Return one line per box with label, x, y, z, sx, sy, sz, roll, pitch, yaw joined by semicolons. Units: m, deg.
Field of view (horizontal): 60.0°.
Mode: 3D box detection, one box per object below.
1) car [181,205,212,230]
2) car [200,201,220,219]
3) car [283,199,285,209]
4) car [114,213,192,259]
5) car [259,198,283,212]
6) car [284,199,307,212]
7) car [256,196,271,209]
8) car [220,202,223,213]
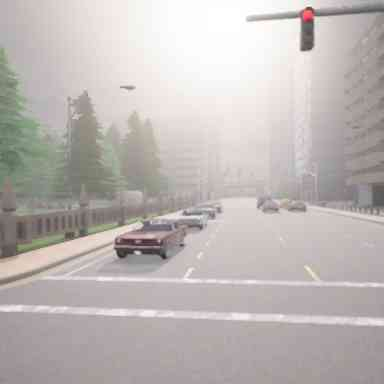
car;0.037;1.859;23.303;1.895;1.301;4.718;-1;-1;8
car;1.488;1.847;33.137;1.837;1.490;4.892;-1;-1;8
car;15.095;1.825;52.865;1.882;1.535;5.008;-1;-1;8
car;-1.453;1.776;13.509;1.895;1.301;4.718;-1;-1;10
car;10.192;1.866;43.260;2.033;1.411;5.357;-1;-1;9
car;13.844;1.834;43.958;1.994;1.385;4.181;-1;-1;9
car;11.634;1.627;53.406;2.150;2.045;5.566;-1;-1;8
car;2.984;1.905;43.057;1.882;1.535;5.008;-1;-1;9
